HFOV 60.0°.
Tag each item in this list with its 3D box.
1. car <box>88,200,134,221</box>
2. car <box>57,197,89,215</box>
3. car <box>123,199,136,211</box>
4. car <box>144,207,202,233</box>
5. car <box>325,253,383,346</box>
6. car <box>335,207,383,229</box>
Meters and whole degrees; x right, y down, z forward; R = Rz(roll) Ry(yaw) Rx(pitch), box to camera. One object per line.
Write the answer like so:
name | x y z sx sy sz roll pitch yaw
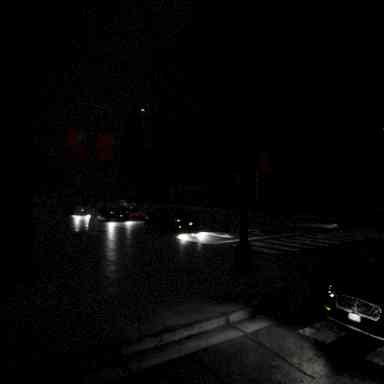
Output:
car | -6.972 1.619 28.311 1.812 1.442 4.674 0 0 -36
car | -12.738 1.622 36.347 2.128 1.511 4.902 0 0 -35
car | -8.758 1.679 42.276 1.812 1.442 4.674 0 0 -36
car | -1.236 1.619 20.324 1.994 1.385 4.181 0 0 -36
car | 4.495 1.497 5.653 4.892 1.490 1.837 0 -2 -24
car | 11.021 1.609 20.319 1.994 1.385 4.181 0 0 -36
